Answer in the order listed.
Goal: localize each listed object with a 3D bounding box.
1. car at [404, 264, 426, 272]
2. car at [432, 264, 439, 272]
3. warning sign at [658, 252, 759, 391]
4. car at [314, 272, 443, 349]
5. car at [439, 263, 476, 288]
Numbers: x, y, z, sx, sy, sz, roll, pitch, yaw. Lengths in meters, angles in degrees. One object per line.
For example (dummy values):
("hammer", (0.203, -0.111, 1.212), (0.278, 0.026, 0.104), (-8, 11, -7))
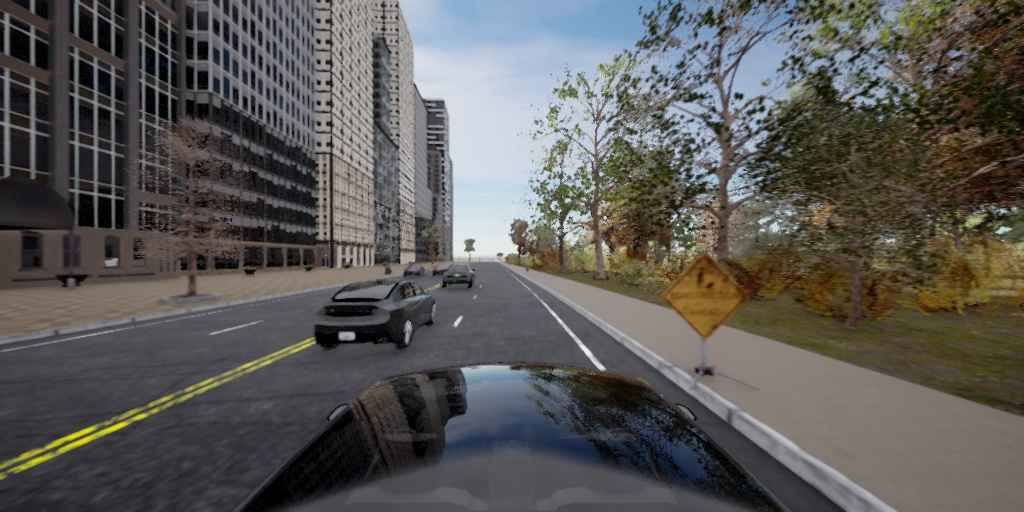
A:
("car", (-11.321, 1.673, 41.969), (1.837, 1.490, 4.892), (0, -1, -3))
("car", (-8.066, 1.620, 41.920), (1.882, 1.535, 5.008), (0, 0, -3))
("warning sign", (2.852, 0.875, 5.329), (1.300, 1.860, 1.060), (0, 0, -1))
("car", (-3.261, 1.343, 9.452), (1.837, 1.490, 4.892), (0, 0, -1))
("car", (-3.857, 1.337, 26.737), (2.097, 1.767, 4.553), (0, -1, -3))
